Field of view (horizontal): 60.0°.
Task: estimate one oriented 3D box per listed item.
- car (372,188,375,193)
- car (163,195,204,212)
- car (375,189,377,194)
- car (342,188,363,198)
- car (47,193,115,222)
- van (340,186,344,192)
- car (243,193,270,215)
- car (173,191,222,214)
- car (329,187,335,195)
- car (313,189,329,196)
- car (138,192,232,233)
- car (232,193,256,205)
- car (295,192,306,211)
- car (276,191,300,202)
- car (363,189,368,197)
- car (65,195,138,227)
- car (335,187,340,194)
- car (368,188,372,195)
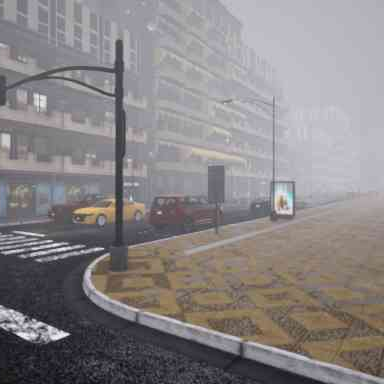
[{"bbox_3d":[37.916,-0.013,72.321,1.887,1.381,4.507,1,2,35],"label":"car"},{"bbox_3d":[-0.739,1.067,31.577,1.802,1.307,4.206,2,2,35],"label":"car"},{"bbox_3d":[44.265,-0.222,81.419,2.008,1.369,4.403,1,2,35],"label":"car"},{"bbox_3d":[28.393,0.307,58.675,1.887,1.381,4.507,1,2,35],"label":"car"},{"bbox_3d":[-7.085,1.007,22.473,2.192,1.841,5.009,1,2,35],"label":"car"},{"bbox_3d":[37.350,-0.448,86.144,1.690,1.788,3.998,2,2,35],"label":"van"},{"bbox_3d":[6.170,1.068,26.832,1.947,1.339,4.313,1,2,35],"label":"car"},{"bbox_3d":[0.598,0.869,28.987,2.097,1.767,4.553,0,1,35],"label":"car"},{"bbox_3d":[31.001,-0.030,77.055,1.887,1.381,4.507,2,2,35],"label":"car"},{"bbox_3d":[27.827,-0.027,72.503,1.967,1.590,4.097,2,2,35],"label":"car"},{"bbox_3d":[-0.178,1.024,17.728,2.192,1.841,5.009,1,2,35],"label":"car"},{"bbox_3d":[5.609,0.826,40.672,2.008,1.369,4.403,2,2,35],"label":"car"},{"bbox_3d":[9.344,0.963,31.382,1.947,1.339,4.313,1,2,35],"label":"car"},{"bbox_3d":[13.909,0.585,47.918,1.837,1.490,4.892,0,1,35],"label":"car"},{"bbox_3d":[31.567,0.096,63.220,1.967,1.590,4.097,1,2,35],"label":"car"},{"bbox_3d":[-5.054,1.178,20.885,1.882,1.535,5.008,0,1,34],"label":"car"},{"bbox_3d":[34.176,-0.242,81.600,1.967,1.590,4.097,2,2,35],"label":"car"},{"bbox_3d":[34.742,0.094,67.772,1.887,1.381,4.507,1,2,35],"label":"car"}]
